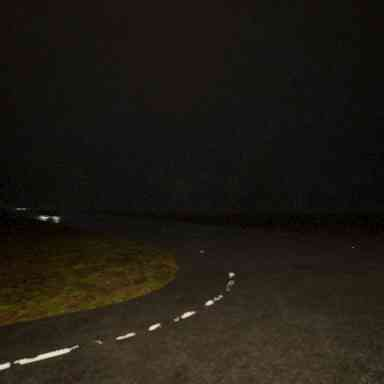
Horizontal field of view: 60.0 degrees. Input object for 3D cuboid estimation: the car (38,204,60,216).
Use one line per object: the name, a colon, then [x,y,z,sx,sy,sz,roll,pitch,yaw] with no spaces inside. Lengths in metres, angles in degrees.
car: [-18.836,2.341,43.419,1.812,1.442,4.674,4,-3,-35]

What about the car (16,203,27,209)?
car: [-41.306,3.286,80.510,1.994,1.385,4.181,3,-3,-32]

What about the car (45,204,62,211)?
car: [-29.036,3.204,69.627,2.033,1.411,5.357,4,-3,-36]
